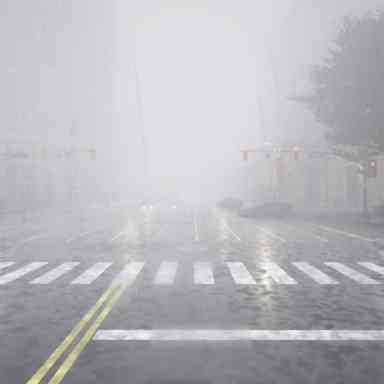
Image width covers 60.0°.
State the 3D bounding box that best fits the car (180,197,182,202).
[{"bbox_3d":[-3.514,1.221,64.183,2.150,2.045,5.566,0,0,1],"label":"car"}]

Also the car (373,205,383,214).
[{"bbox_3d":[20.422,1.526,32.803,4.674,1.442,1.812,0,0,0],"label":"car"}]

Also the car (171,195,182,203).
[{"bbox_3d":[-3.355,1.525,74.406,2.128,1.511,4.902,0,0,1],"label":"car"}]

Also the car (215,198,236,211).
[{"bbox_3d":[4.545,1.491,40.875,2.128,1.511,4.902,0,0,-24],"label":"car"}]

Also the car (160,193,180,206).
[{"bbox_3d":[-3.576,1.352,54.974,2.097,1.767,4.553,0,0,0],"label":"car"}]

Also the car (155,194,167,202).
[{"bbox_3d":[-6.860,1.355,73.877,2.097,1.767,4.553,0,0,1],"label":"car"}]

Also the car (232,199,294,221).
[{"bbox_3d":[6.111,1.505,27.495,4.892,1.490,1.837,0,-1,-23],"label":"car"}]

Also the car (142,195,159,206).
[{"bbox_3d":[-7.075,1.564,55.322,1.994,1.385,4.181,0,0,0],"label":"car"}]
